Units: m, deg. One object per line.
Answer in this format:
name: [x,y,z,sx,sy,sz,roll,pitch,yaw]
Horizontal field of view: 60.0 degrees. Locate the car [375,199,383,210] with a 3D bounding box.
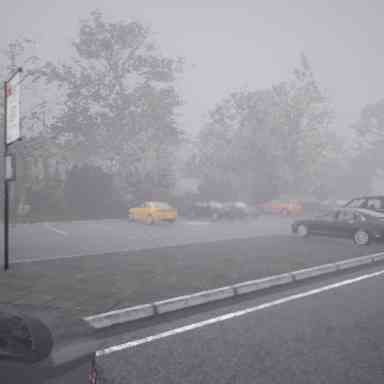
car: [28.868,1.774,46.922,2.097,1.535,5.008,1,0,-35]

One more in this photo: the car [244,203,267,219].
car: [3.885,1.539,29.198,2.002,1.452,4.674,0,0,-35]

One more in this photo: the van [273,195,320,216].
van: [10.633,1.334,34.119,1.878,1.987,4.442,1,0,-35]

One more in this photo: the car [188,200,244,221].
car: [1.609,1.483,27.591,2.097,1.535,5.008,0,0,-35]

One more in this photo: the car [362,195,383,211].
car: [26.612,1.492,45.291,2.435,2.045,5.566,1,0,-35]

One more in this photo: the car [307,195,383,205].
car: [9.149,1.230,16.931,2.435,2.045,5.566,0,0,-35]

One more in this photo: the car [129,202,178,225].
car: [-2.930,1.465,24.366,2.097,1.535,5.008,0,0,-35]

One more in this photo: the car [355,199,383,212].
car: [24.308,1.746,43.724,2.163,1.488,4.792,1,0,-35]

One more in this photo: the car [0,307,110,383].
car: [-2.842,1.506,1.541,4.892,1.490,1.837,0,0,-35]

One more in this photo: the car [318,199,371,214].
car: [17.621,1.635,38.709,1.946,1.575,5.366,1,0,-35]

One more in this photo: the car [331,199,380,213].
car: [19.788,1.664,40.470,2.097,1.535,5.008,1,0,-35]

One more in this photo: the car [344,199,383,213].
car: [22.071,1.720,42.063,2.163,1.488,4.792,1,0,-35]

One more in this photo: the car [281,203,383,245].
car: [6.882,1.472,15.284,2.231,1.521,4.892,0,0,-35]

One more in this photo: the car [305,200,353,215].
car: [15.244,1.652,37.246,2.002,1.452,4.674,1,0,-35]

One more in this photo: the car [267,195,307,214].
car: [8.449,1.412,32.391,2.185,1.767,4.553,1,0,-35]
